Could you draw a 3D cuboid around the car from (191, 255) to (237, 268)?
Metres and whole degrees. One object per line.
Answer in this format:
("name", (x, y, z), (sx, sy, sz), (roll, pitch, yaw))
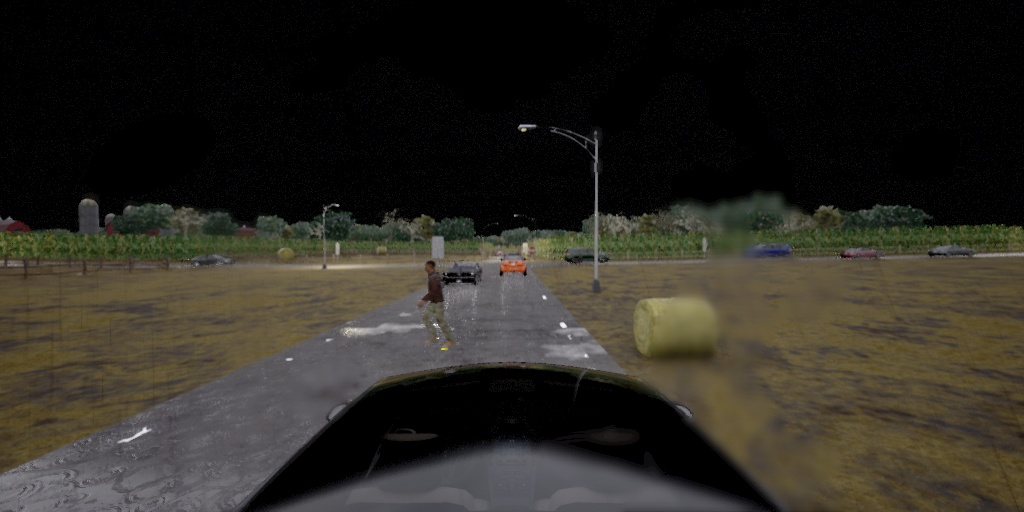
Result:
("car", (-37.125, 0.648, 44.717), (4.892, 1.490, 1.837), (0, 2, 0))

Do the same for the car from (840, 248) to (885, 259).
("car", (43.465, -0.367, 44.501), (4.181, 1.385, 1.994), (-1, 2, 1))

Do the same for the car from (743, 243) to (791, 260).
("car", (33.697, -0.598, 47.400), (5.566, 2.045, 2.150), (-1, 2, 0))

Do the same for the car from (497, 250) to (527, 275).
("car", (0.097, 0.590, 29.584), (2.097, 1.767, 4.553), (0, 1, 0))

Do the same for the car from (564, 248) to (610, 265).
("car", (9.360, -0.017, 44.850), (5.566, 2.045, 2.150), (-1, 2, -2))

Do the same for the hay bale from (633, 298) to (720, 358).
("hay bale", (3.127, 1.316, 7.010), (1.220, 1.180, 1.240), (0, 0, 0))

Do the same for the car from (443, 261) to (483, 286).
("car", (-2.831, 1.001, 21.368), (1.895, 1.301, 4.718), (0, 1, 0))

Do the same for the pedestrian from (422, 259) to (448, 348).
("pedestrian", (-1.577, 0.949, 7.338), (0.375, 1.860, 0.375), (-2, 2, -10))
